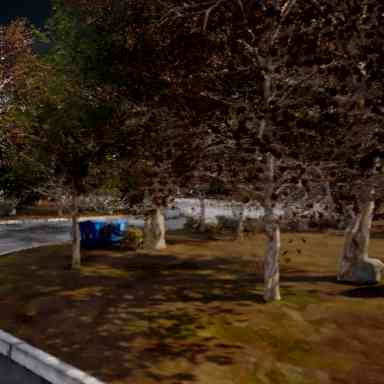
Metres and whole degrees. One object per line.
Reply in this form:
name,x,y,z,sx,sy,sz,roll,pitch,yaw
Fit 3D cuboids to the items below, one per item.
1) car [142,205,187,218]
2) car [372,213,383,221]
car,-2.589,1.886,32.041,1.895,1.301,4.718,4,1,35
car,20.754,2.358,35.926,2.163,1.488,4.792,0,0,35
